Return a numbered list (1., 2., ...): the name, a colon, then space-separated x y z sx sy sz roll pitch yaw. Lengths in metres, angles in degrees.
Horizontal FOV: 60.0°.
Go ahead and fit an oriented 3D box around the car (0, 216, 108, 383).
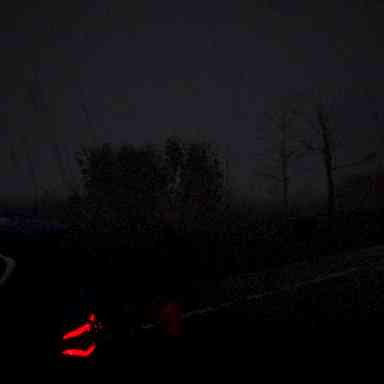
1. car: -3.254 1.239 1.667 5.566 2.045 2.150 0 0 -36
